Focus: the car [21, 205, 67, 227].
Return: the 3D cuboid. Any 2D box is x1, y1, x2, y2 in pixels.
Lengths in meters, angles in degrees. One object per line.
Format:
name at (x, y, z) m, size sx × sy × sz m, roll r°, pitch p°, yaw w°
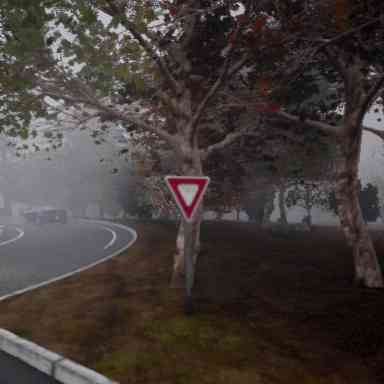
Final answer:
car at (-11.415, 1.729, 25.538) m, size 1.882 × 1.535 × 5.008 m, roll 1°, pitch -1°, yaw -45°
